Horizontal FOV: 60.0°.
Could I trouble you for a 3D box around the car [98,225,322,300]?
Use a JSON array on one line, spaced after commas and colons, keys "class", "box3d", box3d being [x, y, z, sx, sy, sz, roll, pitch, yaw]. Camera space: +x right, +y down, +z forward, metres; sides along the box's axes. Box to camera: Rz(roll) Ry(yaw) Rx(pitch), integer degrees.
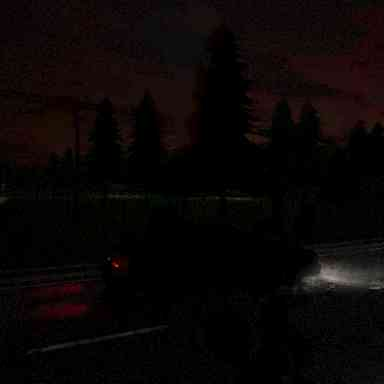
[{"class": "car", "box3d": [0.523, 1.544, 8.153, 5.357, 1.411, 2.033, 1, 0, -22]}]
